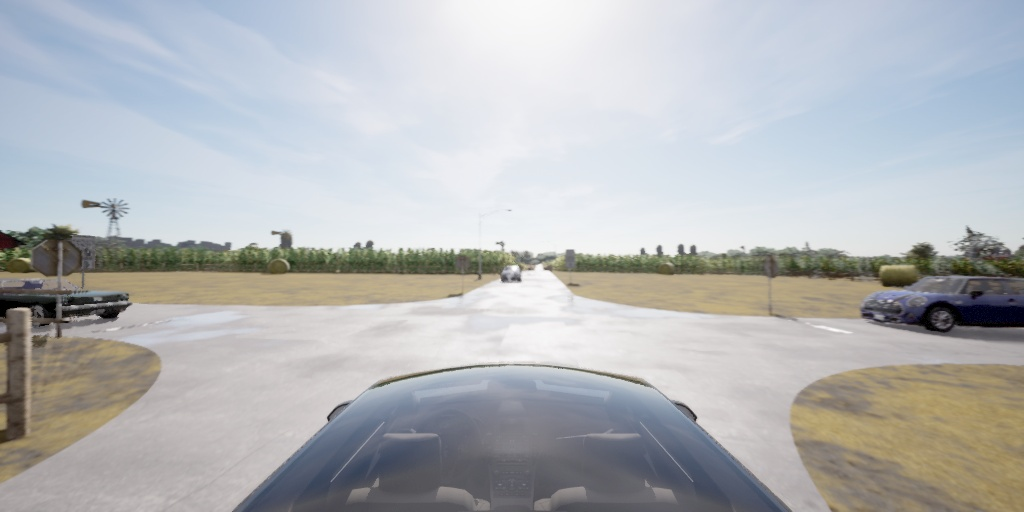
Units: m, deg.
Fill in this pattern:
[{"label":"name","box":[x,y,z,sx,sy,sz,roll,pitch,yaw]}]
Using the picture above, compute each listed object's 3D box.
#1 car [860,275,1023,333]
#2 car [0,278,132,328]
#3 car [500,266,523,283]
[{"label":"car","box":[14.216,1.424,11.538,4.553,1.767,2.097,1,-1,4]},{"label":"car","box":[-14.453,1.327,10.791,4.718,1.301,1.895,0,-1,4]},{"label":"car","box":[0.009,1.735,34.435,2.128,1.511,4.902,-1,-1,5]}]
